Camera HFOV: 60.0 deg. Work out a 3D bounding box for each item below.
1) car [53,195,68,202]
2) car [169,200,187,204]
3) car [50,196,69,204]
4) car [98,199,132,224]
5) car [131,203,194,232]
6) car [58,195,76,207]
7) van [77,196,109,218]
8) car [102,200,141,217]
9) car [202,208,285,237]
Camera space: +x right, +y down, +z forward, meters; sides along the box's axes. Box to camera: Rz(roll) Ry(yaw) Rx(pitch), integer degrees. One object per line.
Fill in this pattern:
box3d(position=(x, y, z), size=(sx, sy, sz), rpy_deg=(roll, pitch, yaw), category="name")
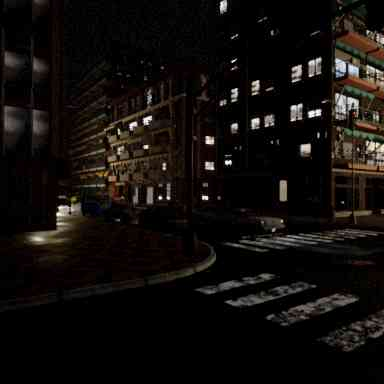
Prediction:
box3d(position=(-28.005, 1.357, 70.666), size=(1.967, 1.590, 4.097), rpy_deg=(0, 0, -36), category="car")
box3d(position=(-1.659, 1.485, 34.014), size=(1.752, 1.417, 4.829), rpy_deg=(0, 0, -36), category="car")
box3d(position=(-24.451, 1.454, 61.263), size=(2.033, 1.411, 5.357), rpy_deg=(0, 0, -35), category="car")
box3d(position=(-4.959, 1.457, 24.248), size=(1.752, 1.417, 4.829), rpy_deg=(0, 0, -36), category="car")
box3d(position=(-1.753, 1.524, 19.787), size=(1.802, 1.307, 4.206), rpy_deg=(0, 0, -36), category="car")
box3d(position=(-18.855, 1.508, 48.157), size=(1.895, 1.301, 4.718), rpy_deg=(0, 0, -35), category="car")
box3d(position=(-8.364, 1.264, 28.985), size=(1.690, 1.788, 3.998), rpy_deg=(0, 0, -36), category="van")
box3d(position=(-6.610, 1.496, 30.979), size=(1.994, 1.385, 4.181), rpy_deg=(0, 0, -36), category="car")
box3d(position=(2.686, 1.563, 18.112), size=(1.895, 1.301, 4.718), rpy_deg=(0, 0, -37), category="car")
